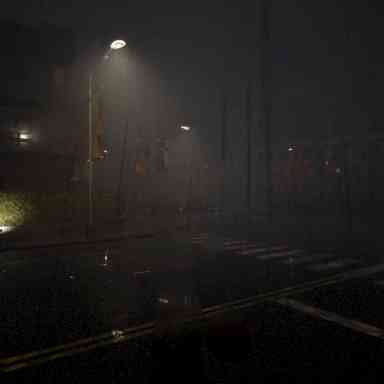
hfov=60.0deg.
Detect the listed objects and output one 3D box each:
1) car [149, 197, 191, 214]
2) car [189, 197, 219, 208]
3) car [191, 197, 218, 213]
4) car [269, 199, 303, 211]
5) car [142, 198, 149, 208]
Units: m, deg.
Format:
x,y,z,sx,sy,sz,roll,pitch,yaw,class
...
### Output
x,y,z,sx,sy,sz,roll,pitch,yaw,class
-2.397,1.526,34.987,1.812,1.442,4.674,0,0,-35,car
1.760,1.478,49.498,1.882,1.535,5.008,0,0,-35,car
0.688,1.564,36.683,1.994,1.385,4.181,0,0,-35,car
11.617,1.565,41.483,1.994,1.385,4.181,0,0,-35,car
-5.113,1.492,45.110,2.128,1.511,4.902,0,0,-34,car
